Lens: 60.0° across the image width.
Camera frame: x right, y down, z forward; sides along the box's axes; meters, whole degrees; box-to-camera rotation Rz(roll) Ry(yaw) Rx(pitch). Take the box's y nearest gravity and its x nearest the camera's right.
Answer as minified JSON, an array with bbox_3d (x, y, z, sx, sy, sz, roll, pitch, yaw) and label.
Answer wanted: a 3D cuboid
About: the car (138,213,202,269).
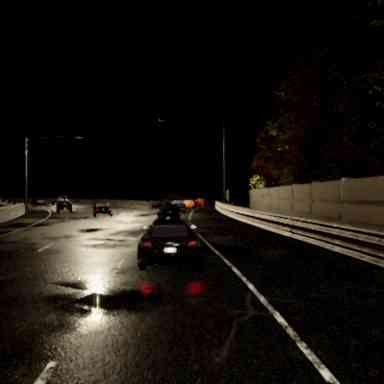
[{"bbox_3d":[-0.778,1.648,11.538,1.994,1.385,4.181,0,0,-4],"label":"car"}]

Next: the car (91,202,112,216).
[{"bbox_3d":[-9.818,1.839,36.100,2.033,1.411,5.357,0,0,-20],"label":"car"}]

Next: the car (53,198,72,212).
[{"bbox_3d":[-17.373,1.891,45.120,1.837,1.490,4.892,0,-1,-25],"label":"car"}]

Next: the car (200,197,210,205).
[{"bbox_3d":[1.970,1.913,70.838,2.097,1.767,4.553,0,-1,9],"label":"car"}]

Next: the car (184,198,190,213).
[{"bbox_3d":[-1.687,1.781,40.820,2.128,1.511,4.902,0,0,2],"label":"car"}]

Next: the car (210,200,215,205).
[{"bbox_3d":[5.621,2.967,92.453,1.882,1.535,5.008,0,-4,11],"label":"car"}]

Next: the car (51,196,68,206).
[{"bbox_3d":[-26.332,1.797,66.478,2.150,2.045,5.566,0,-1,-38],"label":"car"}]

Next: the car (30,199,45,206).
[{"bbox_3d":[-30.971,2.118,66.701,2.128,1.511,4.902,0,-1,-41],"label":"car"}]

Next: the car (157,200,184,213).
[{"bbox_3d":[-1.782,1.701,27.149,1.837,1.490,4.892,0,0,-2],"label":"car"}]

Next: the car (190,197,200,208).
[{"bbox_3d":[-0.330,1.741,56.006,2.097,1.767,4.553,0,0,7],"label":"car"}]
